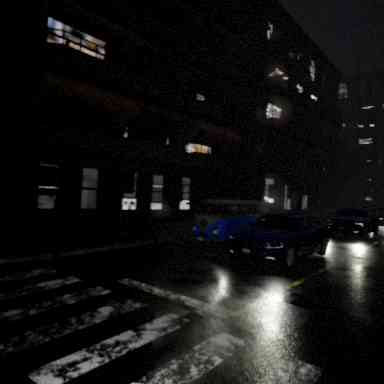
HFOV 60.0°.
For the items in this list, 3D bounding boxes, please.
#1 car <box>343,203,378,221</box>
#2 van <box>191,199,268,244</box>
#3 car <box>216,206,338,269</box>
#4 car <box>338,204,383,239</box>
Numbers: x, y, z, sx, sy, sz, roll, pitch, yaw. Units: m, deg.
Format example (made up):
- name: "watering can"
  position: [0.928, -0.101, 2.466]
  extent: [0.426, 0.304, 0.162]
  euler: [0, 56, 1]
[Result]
- name: "car"
  position: [15.683, 1.828, 30.858]
  extent: [1.947, 1.339, 4.313]
  euler: [4, 2, 39]
- name: "van"
  position: [1.656, 1.198, 13.560]
  extent: [1.690, 1.788, 3.998]
  euler: [4, 2, 39]
- name: "car"
  position: [3.116, 1.426, 11.286]
  extent: [1.882, 1.535, 5.008]
  euler: [3, 1, 39]
- name: "car"
  position: [9.134, 1.600, 18.692]
  extent: [1.882, 1.535, 5.008]
  euler: [3, 1, 39]
